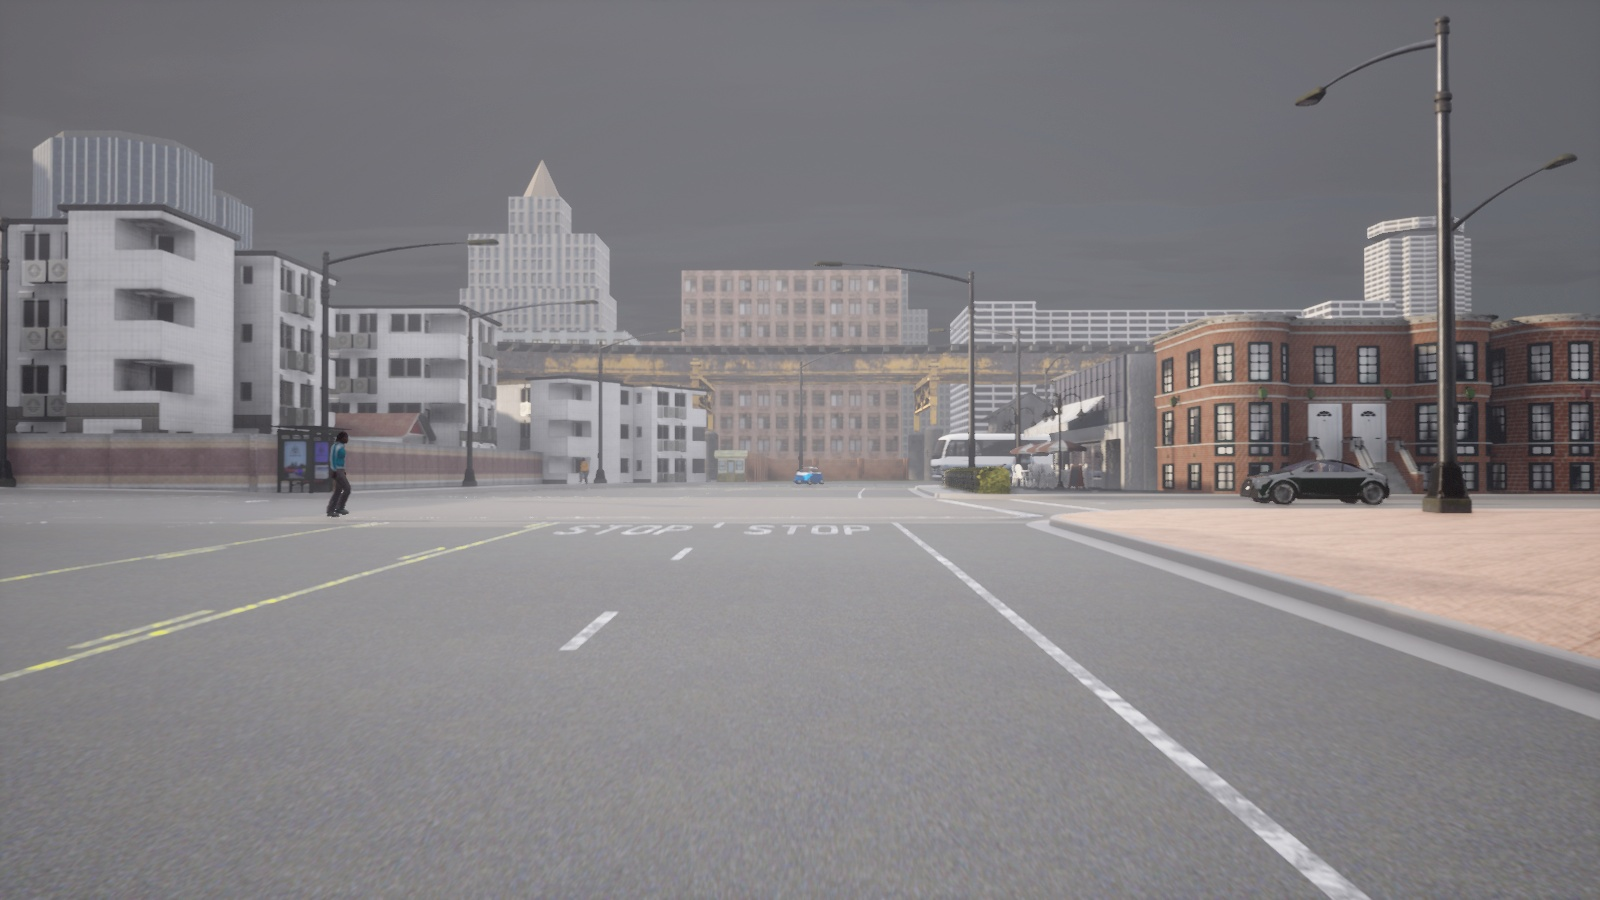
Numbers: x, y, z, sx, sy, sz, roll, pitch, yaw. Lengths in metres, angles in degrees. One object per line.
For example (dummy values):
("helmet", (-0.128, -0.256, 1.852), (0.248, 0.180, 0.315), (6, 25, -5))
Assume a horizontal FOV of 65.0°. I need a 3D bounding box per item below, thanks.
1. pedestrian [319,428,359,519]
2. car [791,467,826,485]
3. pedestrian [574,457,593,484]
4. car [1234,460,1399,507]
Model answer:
("pedestrian", (-9.782, 0.497, 26.640), (0.692, 1.930, 0.396), (0, -1, -3))
("car", (0.657, 1.955, 94.255), (2.207, 1.376, 1.481), (2, -2, -45))
("pedestrian", (-14.677, 1.382, 85.110), (0.874, 1.855, 0.900), (0, -1, 24))
("car", (15.601, 1.000, 38.121), (4.181, 1.385, 1.994), (0, -1, 1))
